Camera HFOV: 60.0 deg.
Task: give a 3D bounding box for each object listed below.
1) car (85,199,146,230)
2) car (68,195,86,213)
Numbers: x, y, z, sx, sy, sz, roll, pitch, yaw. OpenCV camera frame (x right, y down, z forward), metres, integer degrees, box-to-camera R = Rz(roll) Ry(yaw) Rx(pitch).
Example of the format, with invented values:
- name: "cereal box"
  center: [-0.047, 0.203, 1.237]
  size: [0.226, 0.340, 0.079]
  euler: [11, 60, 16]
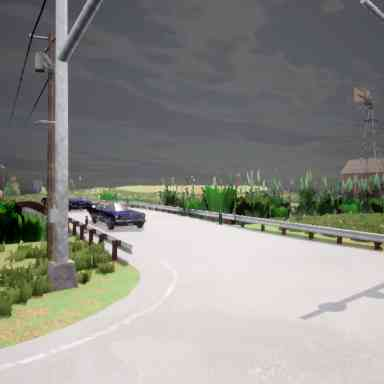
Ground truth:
- name: "car"
  center: [-4.335, 1.245, 18.908]
  size: [1.895, 1.301, 4.718]
  euler: [0, 3, -33]
- name: "car"
  center: [-9.654, 0.942, 27.449]
  size: [1.895, 1.301, 4.718]
  euler: [0, 1, -31]
